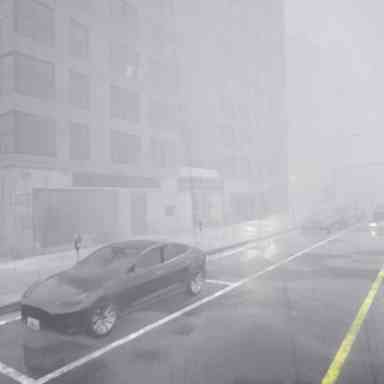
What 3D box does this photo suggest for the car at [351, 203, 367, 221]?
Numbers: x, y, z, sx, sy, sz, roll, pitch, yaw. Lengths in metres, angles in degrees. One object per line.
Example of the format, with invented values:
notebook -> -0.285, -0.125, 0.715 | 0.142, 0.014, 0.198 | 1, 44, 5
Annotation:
car -> 14.403, 1.754, 29.839 | 1.967, 1.590, 4.097 | -2, -1, 35

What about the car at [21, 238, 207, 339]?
car -> -1.300, 1.739, 7.109 | 1.947, 1.339, 4.313 | -2, -1, 35

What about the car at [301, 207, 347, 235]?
car -> 8.123, 1.839, 20.745 | 1.802, 1.307, 4.206 | -2, -1, 35

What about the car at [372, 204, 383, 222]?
car -> 16.736, 1.720, 28.523 | 1.882, 1.535, 5.008 | -2, -2, 35

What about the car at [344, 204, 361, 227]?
car -> 11.264, 1.851, 25.291 | 1.947, 1.339, 4.313 | -2, -1, 35
